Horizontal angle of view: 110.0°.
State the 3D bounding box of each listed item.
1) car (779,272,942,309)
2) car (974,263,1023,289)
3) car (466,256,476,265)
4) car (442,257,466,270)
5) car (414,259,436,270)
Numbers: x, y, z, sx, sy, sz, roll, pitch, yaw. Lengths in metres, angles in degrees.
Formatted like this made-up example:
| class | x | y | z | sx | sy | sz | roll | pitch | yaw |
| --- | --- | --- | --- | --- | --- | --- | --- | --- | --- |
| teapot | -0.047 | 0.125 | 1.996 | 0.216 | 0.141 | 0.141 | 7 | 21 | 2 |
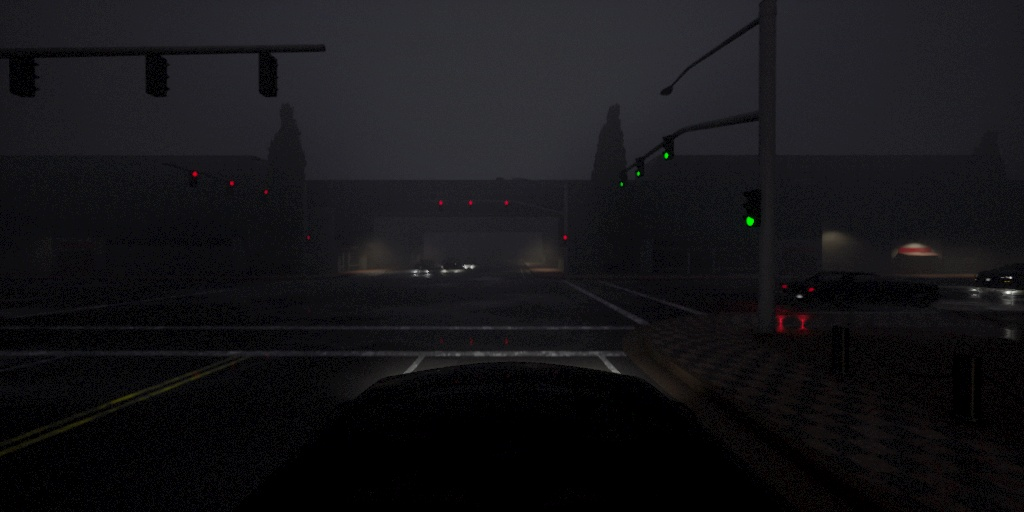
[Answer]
| class | x | y | z | sx | sy | sz | roll | pitch | yaw |
| --- | --- | --- | --- | --- | --- | --- | --- | --- | --- |
| car | 13.367 | 1.270 | 13.898 | 4.718 | 1.301 | 1.895 | 0 | 0 | 0 |
| car | 30.262 | 1.128 | 20.946 | 4.892 | 1.490 | 1.837 | 0 | 0 | 0 |
| car | -7.537 | 0.829 | 64.270 | 2.128 | 1.511 | 4.902 | 0 | 0 | 1 |
| car | -7.689 | 0.931 | 46.750 | 1.882 | 1.535 | 5.008 | 0 | 1 | 1 |
| car | -11.195 | 1.058 | 46.128 | 1.895 | 1.301 | 4.718 | 0 | 0 | 1 |
